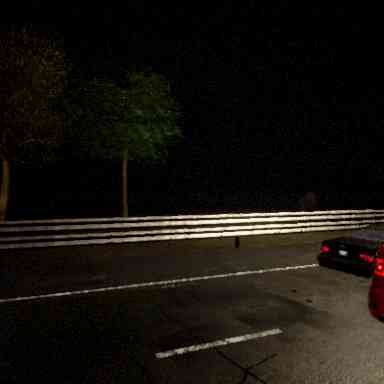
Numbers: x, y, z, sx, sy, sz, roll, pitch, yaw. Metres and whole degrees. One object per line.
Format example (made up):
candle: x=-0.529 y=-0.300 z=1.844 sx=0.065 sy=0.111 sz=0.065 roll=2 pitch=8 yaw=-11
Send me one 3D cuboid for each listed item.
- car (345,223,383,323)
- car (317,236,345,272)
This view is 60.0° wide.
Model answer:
car: x=5.283 y=1.231 z=5.093 sx=5.566 sy=2.045 sz=2.150 roll=0 pitch=0 yaw=-24
car: x=6.032 y=1.562 z=9.233 sx=5.357 sy=1.411 sz=2.033 roll=0 pitch=0 yaw=-24
